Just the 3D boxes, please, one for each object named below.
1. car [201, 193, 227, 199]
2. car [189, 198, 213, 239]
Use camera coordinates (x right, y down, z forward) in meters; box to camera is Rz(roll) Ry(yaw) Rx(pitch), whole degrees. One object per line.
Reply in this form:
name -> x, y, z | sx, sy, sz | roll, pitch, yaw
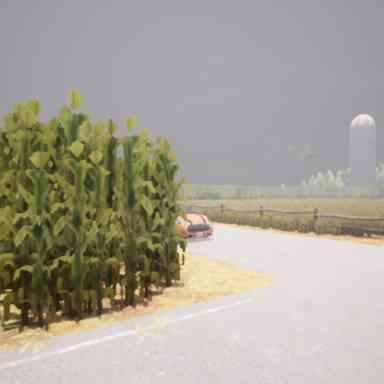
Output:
car -> 4.248, 1.122, 63.392 | 5.566, 2.045, 2.150 | 0, 0, -35
car -> -0.944, 1.342, 16.745 | 2.097, 1.767, 4.553 | 0, 0, -35
